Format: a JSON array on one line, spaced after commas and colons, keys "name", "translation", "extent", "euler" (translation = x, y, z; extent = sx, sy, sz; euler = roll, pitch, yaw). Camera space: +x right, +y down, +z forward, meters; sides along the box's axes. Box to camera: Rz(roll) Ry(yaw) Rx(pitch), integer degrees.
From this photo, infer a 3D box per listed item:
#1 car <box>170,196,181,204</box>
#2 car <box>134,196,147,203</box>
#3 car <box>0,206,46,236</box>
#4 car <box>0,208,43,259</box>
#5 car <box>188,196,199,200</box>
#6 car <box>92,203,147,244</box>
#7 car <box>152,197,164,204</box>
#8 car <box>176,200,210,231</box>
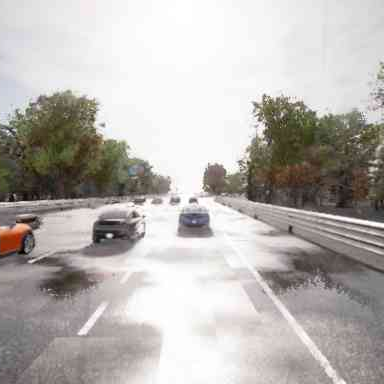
[{"name": "car", "translation": [-3.203, 1.477, 65.197], "extent": [2.097, 1.767, 4.553], "euler": [0, 0, 0]}, {"name": "car", "translation": [-10.199, 1.615, 65.986], "extent": [2.128, 1.511, 4.902], "euler": [0, 0, 0]}, {"name": "car", "translation": [-10.371, 1.595, 19.298], "extent": [1.994, 1.385, 4.181], "euler": [0, 0, 0]}, {"name": "car", "translation": [-6.893, 1.367, 10.543], "extent": [2.097, 1.767, 4.553], "euler": [0, 0, 0]}, {"name": "car", "translation": [0.302, 1.635, 66.729], "extent": [1.837, 1.490, 4.892], "euler": [0, 0, 0]}, {"name": "car", "translation": [-3.379, 1.534, 16.083], "extent": [1.837, 1.490, 4.892], "euler": [0, 0, 0]}, {"name": "car", "translation": [-6.703, 1.689, 65.781], "extent": [1.994, 1.385, 4.181], "euler": [0, 0, 0]}, {"name": "car", "translation": [0.134, 1.516, 21.052], "extent": [1.882, 1.535, 5.008], "euler": [0, 0, 0]}]
